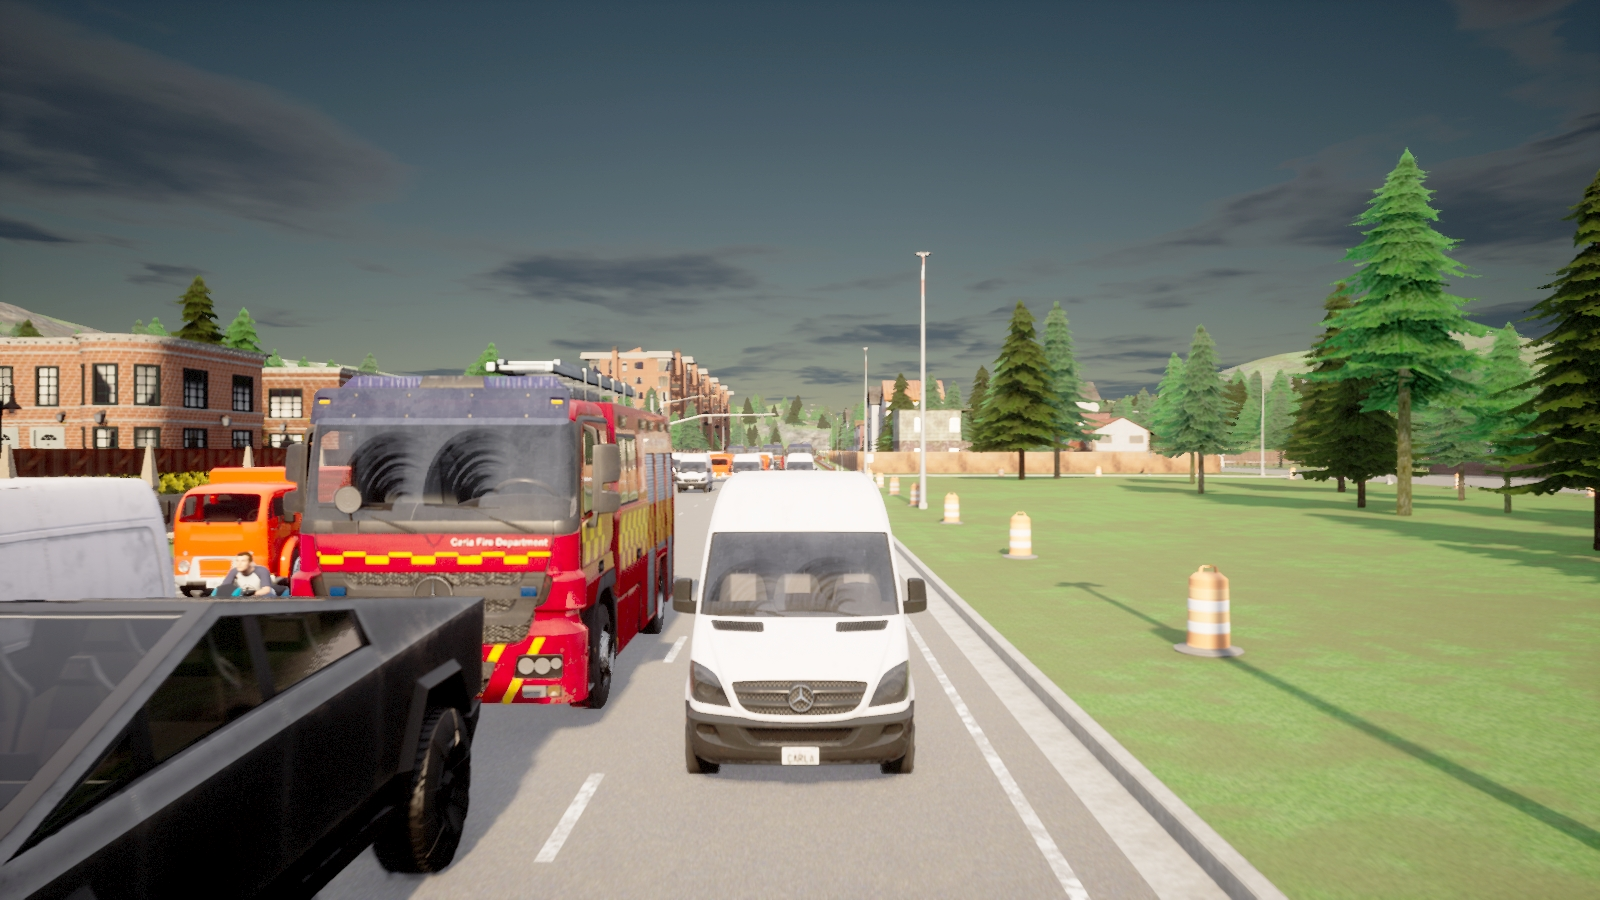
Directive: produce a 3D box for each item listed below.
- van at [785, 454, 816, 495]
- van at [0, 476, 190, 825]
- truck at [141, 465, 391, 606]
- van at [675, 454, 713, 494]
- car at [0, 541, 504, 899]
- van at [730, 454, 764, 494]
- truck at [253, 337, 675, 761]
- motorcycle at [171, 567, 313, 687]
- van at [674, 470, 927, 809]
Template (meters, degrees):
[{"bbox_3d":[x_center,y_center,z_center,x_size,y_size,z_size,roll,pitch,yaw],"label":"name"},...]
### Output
[{"bbox_3d":[0.016,1.534,75.195,1.988,2.561,5.915,0,0,0],"label":"van"},{"bbox_3d":[-6.995,1.534,8.288,1.988,2.561,5.915,0,0,0],"label":"van"},{"bbox_3d":[-10.500,1.568,23.088,2.627,2.467,5.204,0,0,0],"label":"truck"},{"bbox_3d":[-6.984,1.534,76.125,1.988,2.561,5.915,0,0,0],"label":"van"},{"bbox_3d":[-3.499,1.753,5.752,2.390,2.098,6.274,0,0,0],"label":"car"},{"bbox_3d":[-3.485,1.534,75.651,1.988,2.561,5.915,0,0,0],"label":"van"},{"bbox_3d":[-3.494,0.890,14.544,2.891,3.827,8.468,0,0,0],"label":"truck"},{"bbox_3d":[-6.999,2.186,14.452,0.803,1.199,2.033,0,0,0],"label":"motorcycle"},{"bbox_3d":[0.005,1.534,11.922,1.988,2.561,5.915,0,0,0],"label":"van"}]
